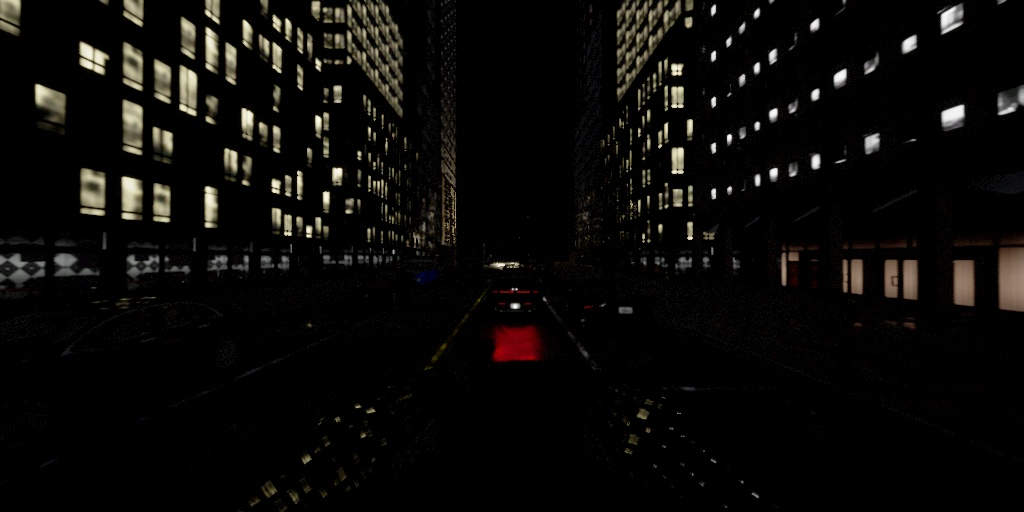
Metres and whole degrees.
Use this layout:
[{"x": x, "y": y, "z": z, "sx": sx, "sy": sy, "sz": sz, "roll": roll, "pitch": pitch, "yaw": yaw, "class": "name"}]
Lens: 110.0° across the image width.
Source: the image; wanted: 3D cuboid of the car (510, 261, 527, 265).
[{"x": 0.093, "y": 1.376, "z": 31.084, "sx": 1.895, "sy": 1.301, "sz": 4.718, "roll": 0, "pitch": 0, "yaw": 0, "class": "car"}]

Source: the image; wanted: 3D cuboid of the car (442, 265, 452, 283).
[{"x": -5.695, "y": 1.354, "z": 27.655, "sx": 1.802, "sy": 1.307, "sz": 4.207, "roll": 0, "pitch": 0, "yaw": 0, "class": "car"}]

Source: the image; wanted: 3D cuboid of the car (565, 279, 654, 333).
[{"x": 2.689, "y": 1.325, "z": 10.567, "sx": 1.948, "sy": 1.339, "sz": 4.313, "roll": 0, "pitch": 0, "yaw": 0, "class": "car"}]

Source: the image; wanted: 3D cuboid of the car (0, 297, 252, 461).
[{"x": -5.691, "y": 1.303, "z": 4.886, "sx": 2.007, "sy": 1.370, "sz": 4.403, "roll": 0, "pitch": 0, "yaw": 0, "class": "car"}]

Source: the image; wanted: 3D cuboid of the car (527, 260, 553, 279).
[{"x": 2.685, "y": 1.216, "z": 33.334, "sx": 1.967, "sy": 1.591, "sz": 4.097, "roll": 0, "pitch": 0, "yaw": 0, "class": "car"}]

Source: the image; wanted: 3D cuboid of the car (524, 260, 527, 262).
[{"x": 2.682, "y": 1.365, "z": 44.718, "sx": 1.802, "sy": 1.307, "sz": 4.207, "roll": 0, "pitch": 0, "yaw": 0, "class": "car"}]

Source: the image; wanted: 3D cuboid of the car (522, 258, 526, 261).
[{"x": 2.681, "y": 1.311, "z": 50.581, "sx": 1.751, "sy": 1.417, "sz": 4.829, "roll": 0, "pitch": 0, "yaw": 0, "class": "car"}]

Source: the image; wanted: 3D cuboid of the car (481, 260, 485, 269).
[{"x": -5.701, "y": 1.353, "z": 56.116, "sx": 1.948, "sy": 1.339, "sz": 4.313, "roll": 0, "pitch": 0, "yaw": 0, "class": "car"}]

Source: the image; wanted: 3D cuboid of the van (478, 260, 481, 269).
[{"x": -5.700, "y": 1.126, "z": 50.424, "sx": 1.690, "sy": 1.789, "sz": 3.998, "roll": 0, "pitch": 0, "yaw": 0, "class": "van"}]

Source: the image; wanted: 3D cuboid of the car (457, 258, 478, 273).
[{"x": -5.699, "y": 1.222, "z": 44.731, "sx": 1.967, "sy": 1.591, "sz": 4.097, "roll": 0, "pitch": 0, "yaw": 0, "class": "car"}]

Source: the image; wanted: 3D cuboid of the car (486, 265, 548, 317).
[{"x": 0.099, "y": 1.266, "z": 13.330, "sx": 1.837, "sy": 1.490, "sz": 4.892, "roll": 0, "pitch": 0, "yaw": 0, "class": "car"}]

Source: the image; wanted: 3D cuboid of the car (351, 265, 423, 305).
[{"x": -5.693, "y": 1.308, "z": 16.270, "sx": 1.888, "sy": 1.381, "sz": 4.507, "roll": 0, "pitch": 0, "yaw": 0, "class": "car"}]

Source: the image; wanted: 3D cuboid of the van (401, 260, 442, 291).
[{"x": -5.694, "y": 1.109, "z": 21.963, "sx": 1.690, "sy": 1.789, "sz": 3.998, "roll": 0, "pitch": 0, "yaw": 0, "class": "van"}]
